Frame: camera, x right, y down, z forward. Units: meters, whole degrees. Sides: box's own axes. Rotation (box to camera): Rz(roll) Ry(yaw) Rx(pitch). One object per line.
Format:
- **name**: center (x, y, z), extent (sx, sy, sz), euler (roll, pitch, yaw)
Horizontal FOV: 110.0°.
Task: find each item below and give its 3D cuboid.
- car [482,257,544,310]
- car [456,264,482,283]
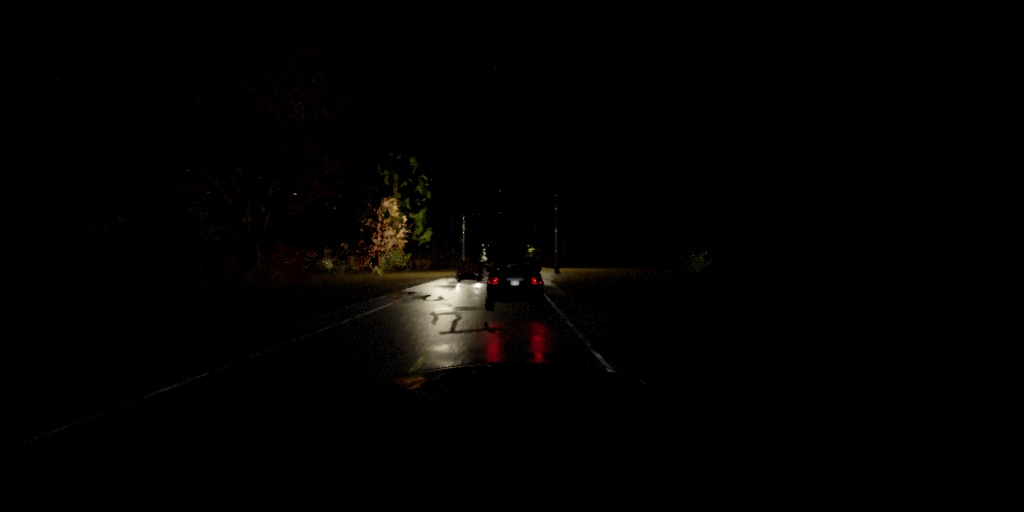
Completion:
- **car**: center (0.107, 1.052, 15.280), extent (2.150, 2.045, 5.566), euler (0, 0, 0)
- **car**: center (-3.580, 1.419, 30.997), extent (1.882, 1.535, 5.008), euler (0, 0, 0)
